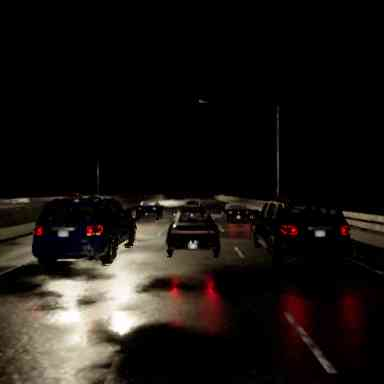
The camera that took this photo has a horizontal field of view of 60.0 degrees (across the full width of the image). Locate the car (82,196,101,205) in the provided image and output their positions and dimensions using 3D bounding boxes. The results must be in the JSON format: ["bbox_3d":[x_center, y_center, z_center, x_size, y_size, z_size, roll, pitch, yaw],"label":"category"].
[{"bbox_3d":[-17.524,1.469,58.383,1.837,1.490,4.892,0,0,1],"label":"car"}]

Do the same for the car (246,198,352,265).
[{"bbox_3d":[3.536,1.218,11.791,2.150,2.045,5.566,0,0,1],"label":"car"}]

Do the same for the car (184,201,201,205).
[{"bbox_3d":[0.053,1.493,27.920,1.837,1.490,4.892,0,0,1],"label":"car"}]

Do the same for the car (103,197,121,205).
[{"bbox_3d":[-14.022,1.566,58.434,1.895,1.301,4.718,0,0,1],"label":"car"}]

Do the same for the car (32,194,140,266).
[{"bbox_3d":[-3.466,1.218,11.717,2.150,2.045,5.566,0,0,1],"label":"car"}]

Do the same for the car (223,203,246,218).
[{"bbox_3d":[3.546,1.588,27.293,1.895,1.301,4.718,0,0,1],"label":"car"}]

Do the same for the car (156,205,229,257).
[{"bbox_3d":[0.049,1.486,12.890,2.128,1.511,4.902,0,0,1],"label":"car"}]

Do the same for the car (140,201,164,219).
[{"bbox_3d":[-3.448,1.479,27.887,2.128,1.511,4.902,0,0,1],"label":"car"}]
